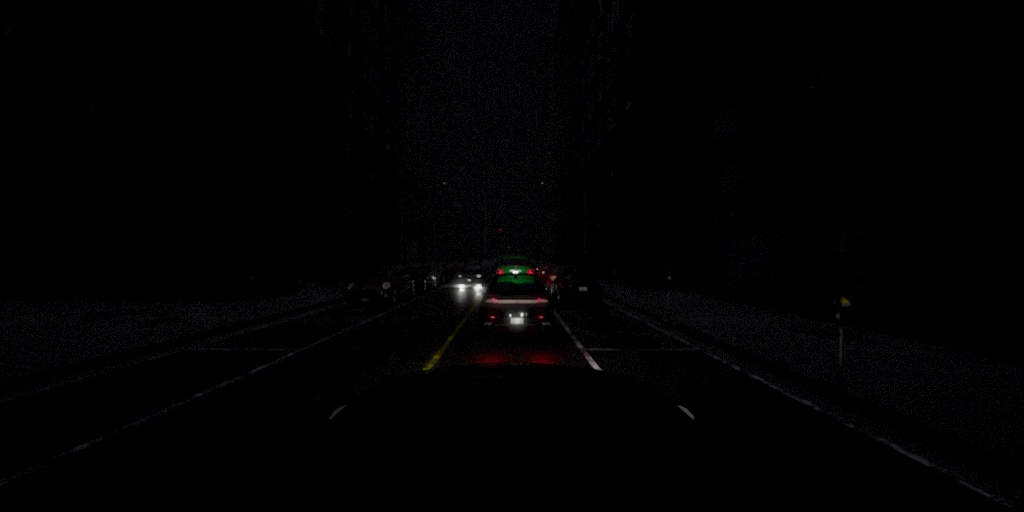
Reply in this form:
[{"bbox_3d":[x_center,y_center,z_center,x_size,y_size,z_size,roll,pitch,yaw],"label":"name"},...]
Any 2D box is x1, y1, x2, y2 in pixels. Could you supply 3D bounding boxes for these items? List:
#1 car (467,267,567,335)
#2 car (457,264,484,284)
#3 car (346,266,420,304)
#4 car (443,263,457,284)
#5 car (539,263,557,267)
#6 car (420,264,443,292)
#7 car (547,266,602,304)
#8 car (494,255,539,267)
[{"bbox_3d":[0.116,1.246,10.489,2.128,1.511,4.902,0,0,0],"label":"car"},{"bbox_3d":[-2.977,1.313,27.822,2.033,1.411,5.357,0,0,1],"label":"car"},{"bbox_3d":[-5.739,1.197,16.038,1.967,1.591,4.097,0,0,0],"label":"car"},{"bbox_3d":[-5.719,1.315,27.048,2.007,1.370,4.403,0,0,0],"label":"car"},{"bbox_3d":[2.796,1.306,21.527,1.888,1.381,4.507,0,0,0],"label":"car"},{"bbox_3d":[-5.729,1.327,21.543,1.948,1.339,4.313,0,0,0],"label":"car"},{"bbox_3d":[2.786,1.323,16.023,1.948,1.339,4.313,0,0,0],"label":"car"},{"bbox_3d":[0.135,0.981,20.676,2.150,2.045,5.566,0,0,-1],"label":"car"}]
